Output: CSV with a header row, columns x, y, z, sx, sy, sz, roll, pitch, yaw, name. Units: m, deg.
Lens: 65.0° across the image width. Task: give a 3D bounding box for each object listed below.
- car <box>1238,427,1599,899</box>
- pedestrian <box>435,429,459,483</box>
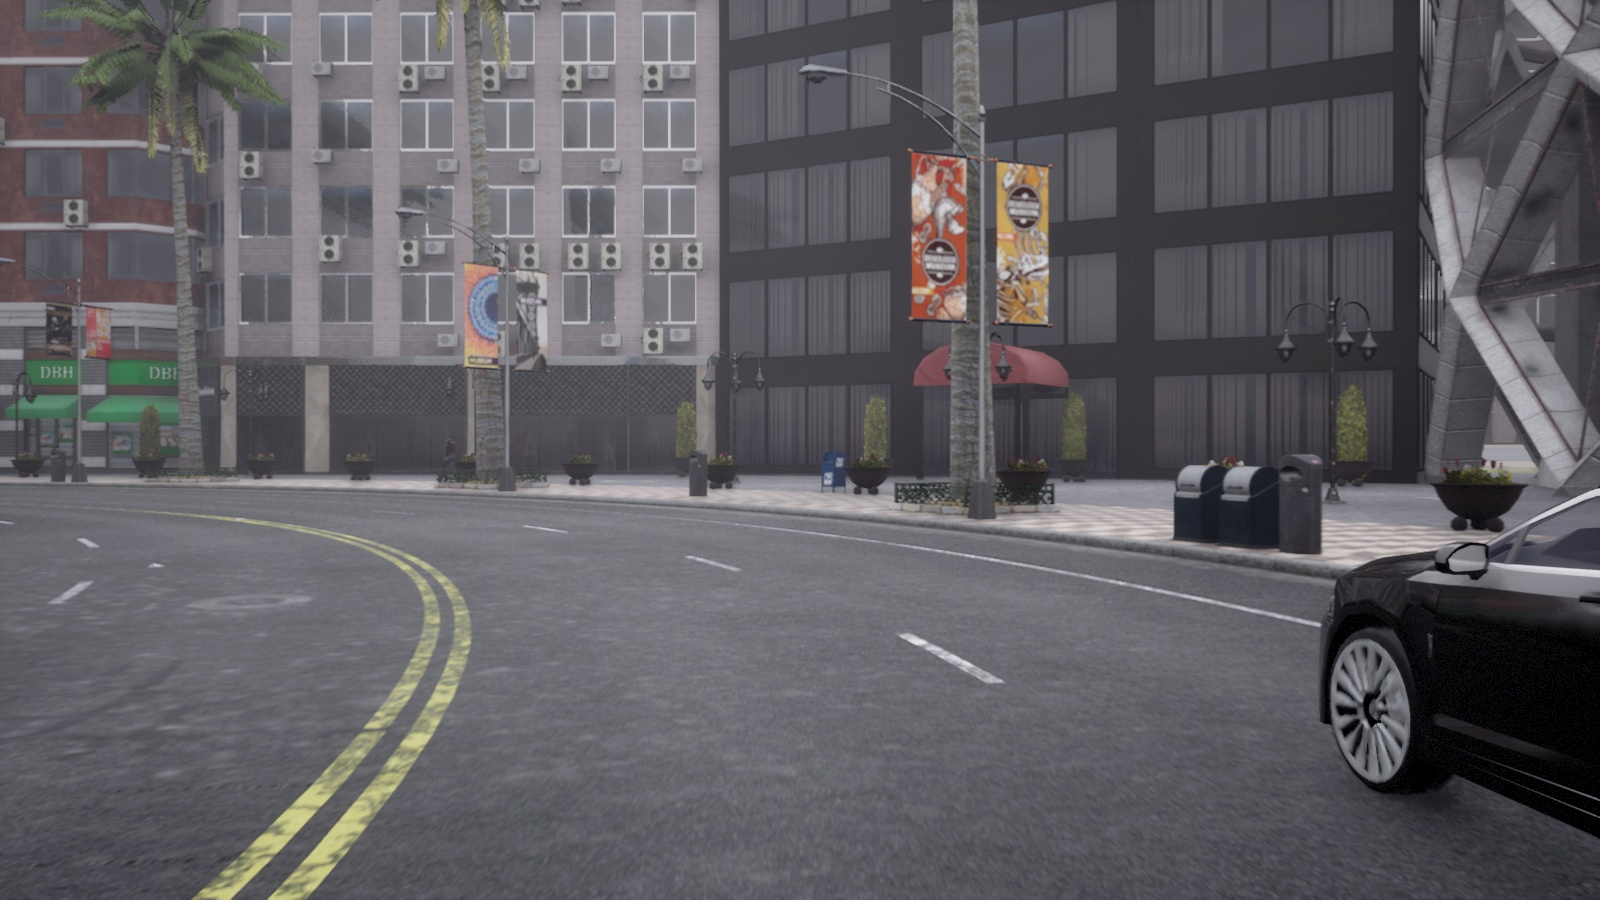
x,y,z,sx,sy,sz,roll,pitch,yaw,name
3.389,0.689,3.936,2.128,1.511,4.902,0,0,-3,car
-12.288,0.214,43.741,0.720,1.854,0.376,0,0,25,pedestrian
